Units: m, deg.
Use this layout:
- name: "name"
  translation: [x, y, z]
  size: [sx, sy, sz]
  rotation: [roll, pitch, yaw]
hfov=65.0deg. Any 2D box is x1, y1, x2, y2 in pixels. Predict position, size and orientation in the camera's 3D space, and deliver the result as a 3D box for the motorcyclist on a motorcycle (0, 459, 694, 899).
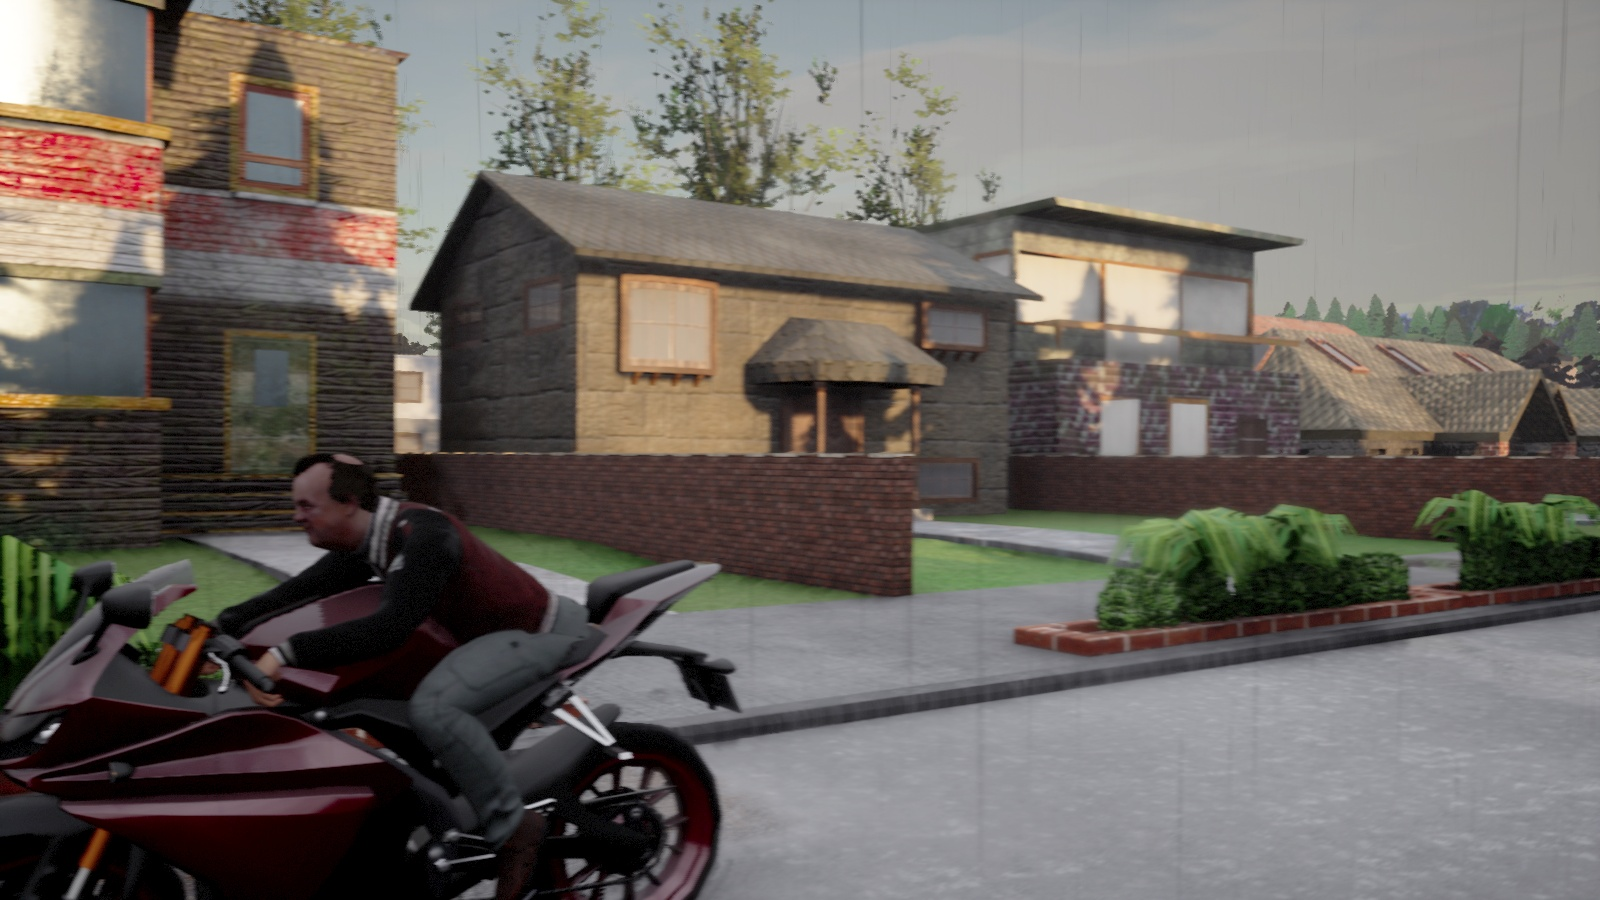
- name: "motorcyclist on a motorcycle"
  translation: [-1.444, 0.792, 3.263]
  size: [2.191, 1.530, 0.866]
  rotation: [0, 0, -35]
